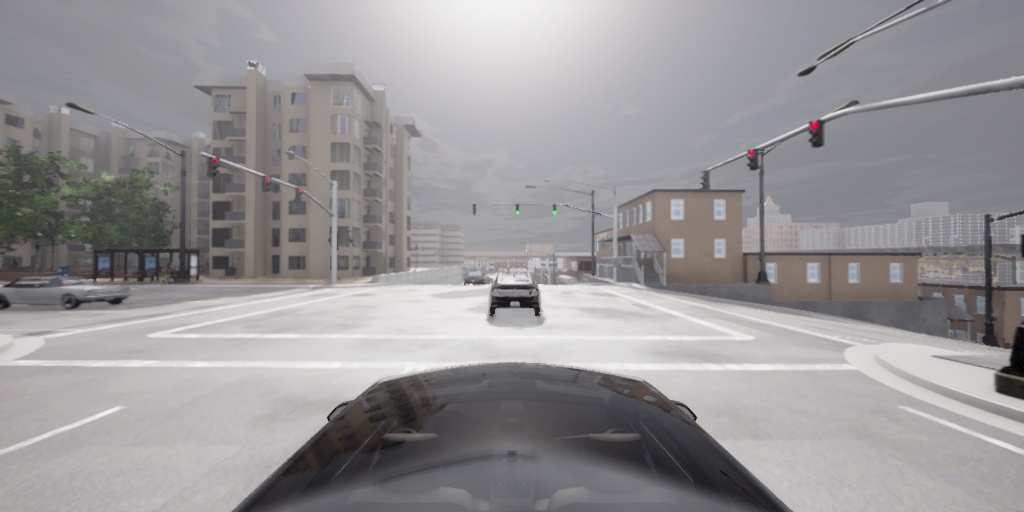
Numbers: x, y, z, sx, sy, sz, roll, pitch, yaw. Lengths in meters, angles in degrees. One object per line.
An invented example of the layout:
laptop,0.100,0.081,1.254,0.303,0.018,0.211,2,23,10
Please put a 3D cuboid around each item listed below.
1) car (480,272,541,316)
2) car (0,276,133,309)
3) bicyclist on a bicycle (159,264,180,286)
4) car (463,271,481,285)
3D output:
car,0.101,1.375,14.215,2.128,1.511,4.902,0,0,0
car,-19.471,1.532,15.440,4.718,1.301,1.895,0,-1,1
bicyclist on a bicycle,-25.295,1.380,26.509,0.582,1.620,1.656,0,-1,1
car,-3.594,2.216,35.409,1.812,1.442,4.674,0,-5,0
